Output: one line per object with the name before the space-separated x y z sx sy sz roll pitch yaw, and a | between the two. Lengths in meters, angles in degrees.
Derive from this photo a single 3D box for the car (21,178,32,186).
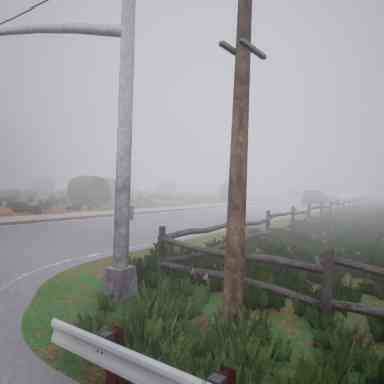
car | -39.123 -2.288 79.210 1.905 1.878 3.866 8 2 -13

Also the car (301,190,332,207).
car | 15.461 0.817 41.796 2.150 2.045 5.566 3 2 34

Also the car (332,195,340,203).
car | 21.214 1.139 50.693 1.994 1.385 4.181 3 2 33
